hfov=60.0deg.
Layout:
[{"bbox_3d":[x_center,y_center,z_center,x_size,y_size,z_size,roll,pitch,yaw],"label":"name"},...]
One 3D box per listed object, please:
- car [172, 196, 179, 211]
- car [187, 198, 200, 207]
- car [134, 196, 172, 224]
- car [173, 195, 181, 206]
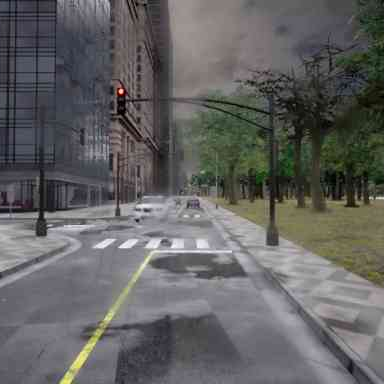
[{"bbox_3d":[-3.027,1.619,43.139,1.812,1.442,4.674,0,0,0],"label":"car"},{"bbox_3d":[0.189,1.622,52.632,2.128,1.511,4.902,0,0,0],"label":"car"},{"bbox_3d":[-3.070,1.316,26.076,2.150,2.045,5.566,0,-1,0],"label":"car"},{"bbox_3d":[-2.965,1.712,60.777,2.033,1.411,5.357,0,0,1],"label":"car"}]
